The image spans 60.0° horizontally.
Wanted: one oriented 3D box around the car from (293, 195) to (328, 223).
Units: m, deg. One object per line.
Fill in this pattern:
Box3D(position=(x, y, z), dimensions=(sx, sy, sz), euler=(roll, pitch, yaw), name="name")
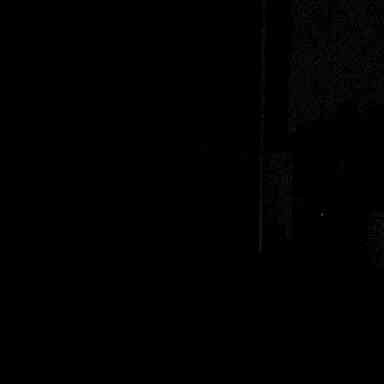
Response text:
Box3D(position=(7.699, 1.251, 26.026), dimensions=(2.150, 2.045, 5.566), euler=(2, -1, -36), name="car")
